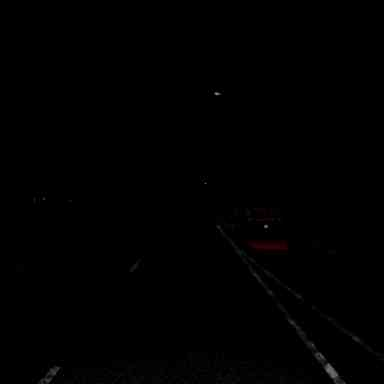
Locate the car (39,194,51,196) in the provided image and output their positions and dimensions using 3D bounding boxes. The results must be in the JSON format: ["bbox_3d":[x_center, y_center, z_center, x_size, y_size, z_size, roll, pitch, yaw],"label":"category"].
[{"bbox_3d":[-27.997,1.246,62.836,2.097,1.767,4.553,0,0,0],"label":"car"}]

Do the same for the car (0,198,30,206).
[{"bbox_3d":[-21.082,1.595,41.152,1.882,1.535,5.008,0,0,0],"label":"car"}]

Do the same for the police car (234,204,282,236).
[{"bbox_3d":[3.573,1.480,18.831,1.930,1.638,5.238,0,0,-1],"label":"police car"}]

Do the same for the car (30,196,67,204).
[{"bbox_3d":[-17.582,1.622,41.037,1.837,1.490,4.892,0,0,0],"label":"car"}]

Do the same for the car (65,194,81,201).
[{"bbox_3d":[-21.027,1.393,57.772,2.150,2.045,5.566,0,0,1],"label":"car"}]

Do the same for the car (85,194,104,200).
[{"bbox_3d":[-17.510,1.402,59.802,2.150,2.045,5.566,0,0,0],"label":"car"}]
